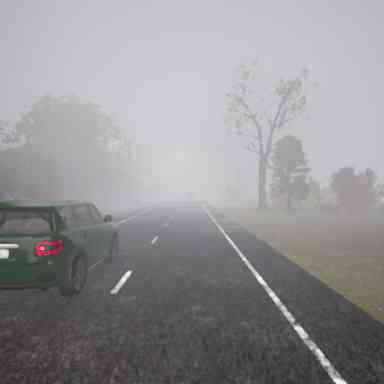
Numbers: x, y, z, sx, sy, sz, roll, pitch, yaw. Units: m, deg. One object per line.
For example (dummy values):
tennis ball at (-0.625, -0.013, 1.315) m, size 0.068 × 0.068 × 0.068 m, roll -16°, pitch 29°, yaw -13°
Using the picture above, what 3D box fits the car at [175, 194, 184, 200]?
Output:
car at (-3.489, 1.254, 88.651) m, size 2.097 × 1.767 × 4.553 m, roll 0°, pitch 0°, yaw 0°

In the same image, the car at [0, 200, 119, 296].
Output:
car at (-3.500, 1.220, 8.760) m, size 2.150 × 2.045 × 5.566 m, roll 0°, pitch 0°, yaw 0°

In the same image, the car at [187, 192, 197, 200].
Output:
car at (0.010, 1.124, 88.299) m, size 2.150 × 2.045 × 5.566 m, roll 0°, pitch 0°, yaw 0°
